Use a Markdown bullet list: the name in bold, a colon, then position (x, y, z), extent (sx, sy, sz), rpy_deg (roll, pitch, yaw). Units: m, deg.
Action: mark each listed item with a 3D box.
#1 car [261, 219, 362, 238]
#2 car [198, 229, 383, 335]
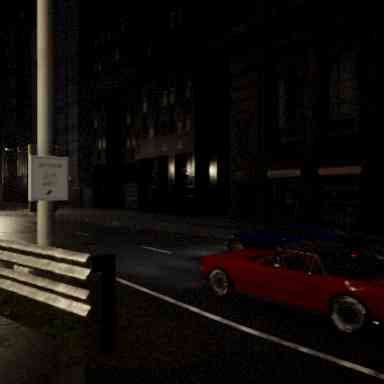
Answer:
- **car**: position (3.288, 1.643, 11.125), extent (1.812, 1.442, 4.674), rpy_deg (0, 0, -41)
- **car**: position (2.303, 1.701, 6.989), extent (1.895, 1.301, 4.718), rpy_deg (0, -1, -42)
